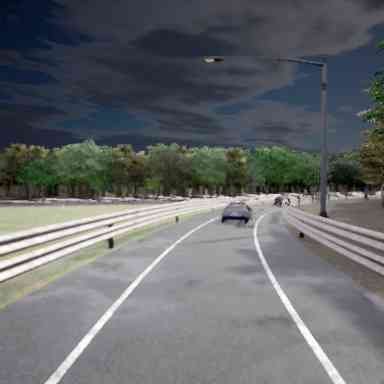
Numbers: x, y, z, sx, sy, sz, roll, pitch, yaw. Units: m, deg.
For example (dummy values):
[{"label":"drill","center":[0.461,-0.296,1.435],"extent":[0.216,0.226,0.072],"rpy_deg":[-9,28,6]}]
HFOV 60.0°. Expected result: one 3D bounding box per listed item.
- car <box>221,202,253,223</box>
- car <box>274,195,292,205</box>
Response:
[{"label":"car","center":[3.412,1.444,24.688],"extent":[1.994,1.385,4.181],"rpy_deg":[0,0,14]},{"label":"car","center":[13.833,1.246,50.143],"extent":[1.837,1.490,4.892],"rpy_deg":[0,1,30]}]
